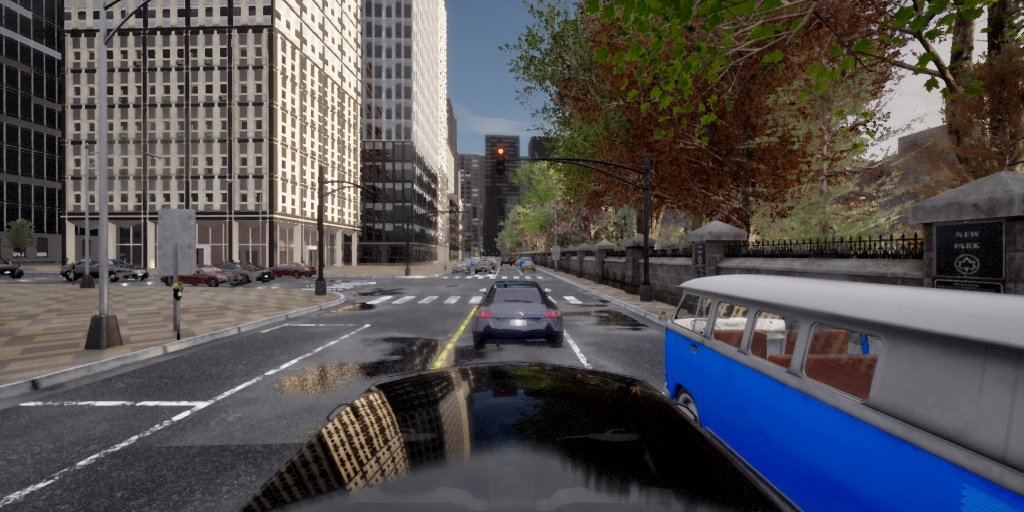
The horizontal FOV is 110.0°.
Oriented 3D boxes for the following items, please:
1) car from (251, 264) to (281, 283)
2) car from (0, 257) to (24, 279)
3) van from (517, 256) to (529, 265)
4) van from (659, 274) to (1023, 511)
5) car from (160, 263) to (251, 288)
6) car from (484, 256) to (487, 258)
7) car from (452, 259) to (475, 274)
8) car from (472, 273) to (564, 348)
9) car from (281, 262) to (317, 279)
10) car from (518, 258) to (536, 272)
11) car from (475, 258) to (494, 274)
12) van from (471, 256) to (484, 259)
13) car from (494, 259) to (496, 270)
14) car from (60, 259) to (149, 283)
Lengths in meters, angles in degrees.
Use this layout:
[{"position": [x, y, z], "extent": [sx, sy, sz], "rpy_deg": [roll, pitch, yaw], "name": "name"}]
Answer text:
[{"position": [-18.004, 1.126, 23.513], "extent": [4.181, 1.385, 1.994], "rpy_deg": [1, 0, 4], "name": "car"}, {"position": [-36.462, 0.916, 24.590], "extent": [4.181, 1.385, 1.994], "rpy_deg": [1, 0, 2], "name": "car"}, {"position": [1.992, 1.071, 51.730], "extent": [1.690, 1.789, 3.998], "rpy_deg": [0, 0, -1], "name": "van"}, {"position": [2.567, 1.091, 2.639], "extent": [1.690, 1.789, 3.998], "rpy_deg": [0, 0, 0], "name": "van"}, {"position": [-18.158, 1.149, 20.984], "extent": [4.207, 1.307, 1.802], "rpy_deg": [0, 0, 4], "name": "car"}, {"position": [-3.708, 1.200, 62.992], "extent": [1.882, 1.535, 5.008], "rpy_deg": [0, 0, -1], "name": "car"}, {"position": [-5.644, 1.288, 40.304], "extent": [2.007, 1.370, 4.403], "rpy_deg": [0, 0, -1], "name": "car"}, {"position": [0.098, 1.313, 9.218], "extent": [1.994, 1.385, 4.181], "rpy_deg": [0, 0, -1], "name": "car"}, {"position": [-18.094, 1.127, 29.097], "extent": [4.207, 1.307, 1.802], "rpy_deg": [0, 0, 4], "name": "car"}, {"position": [2.116, 1.260, 46.357], "extent": [1.751, 1.417, 4.829], "rpy_deg": [0, 0, -1], "name": "car"}, {"position": [-3.229, 1.242, 40.878], "extent": [1.837, 1.490, 4.892], "rpy_deg": [0, 0, -3], "name": "car"}, {"position": [-6.330, 1.063, 62.479], "extent": [1.690, 1.789, 3.998], "rpy_deg": [0, 0, -2], "name": "van"}, {"position": [-3.415, 1.295, 50.858], "extent": [1.994, 1.385, 4.181], "rpy_deg": [0, 0, -2], "name": "car"}, {"position": [-27.267, 0.948, 24.094], "extent": [4.902, 1.511, 2.128], "rpy_deg": [1, 0, 3], "name": "car"}]
